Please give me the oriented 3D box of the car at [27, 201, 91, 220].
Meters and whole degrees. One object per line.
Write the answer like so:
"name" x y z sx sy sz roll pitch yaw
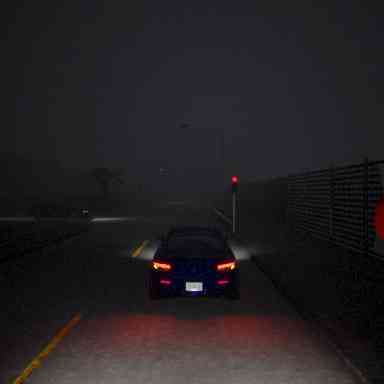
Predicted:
"car" -10.801 1.506 27.214 4.892 1.490 1.837 0 0 -4

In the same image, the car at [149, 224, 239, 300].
"car" 0.058 1.526 8.244 1.812 1.442 4.674 0 0 1
